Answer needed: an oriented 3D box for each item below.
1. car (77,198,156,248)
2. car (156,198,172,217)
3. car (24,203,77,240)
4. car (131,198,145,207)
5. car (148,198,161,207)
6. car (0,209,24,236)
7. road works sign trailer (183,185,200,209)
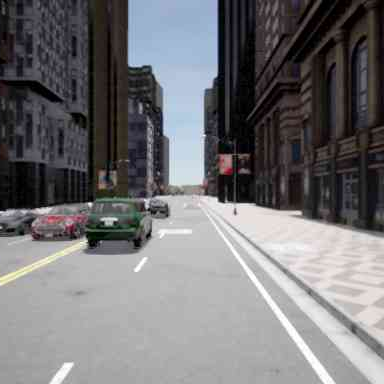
[{"bbox_3d":[-3.139,1.291,15.245,2.150,2.045,5.566,0,0,0],"label":"car"},{"bbox_3d":[-3.127,1.656,33.221,1.837,1.490,4.892,0,0,0],"label":"car"},{"bbox_3d":[-6.587,1.432,17.587,2.097,1.767,4.553,0,0,0],"label":"car"},{"bbox_3d":[-9.746,1.821,60.241,1.812,1.442,4.674,0,0,1],"label":"car"},{"bbox_3d":[-6.507,1.809,58.053,1.812,1.442,4.674,0,0,1],"label":"car"},{"bbox_3d":[-9.836,1.650,19.010,1.994,1.385,4.181,0,0,0],"label":"car"},{"bbox_3d":[0.035,0.705,50.140,2.380,3.560,2.880,0,0,0],"label":"road works sign trailer"}]
